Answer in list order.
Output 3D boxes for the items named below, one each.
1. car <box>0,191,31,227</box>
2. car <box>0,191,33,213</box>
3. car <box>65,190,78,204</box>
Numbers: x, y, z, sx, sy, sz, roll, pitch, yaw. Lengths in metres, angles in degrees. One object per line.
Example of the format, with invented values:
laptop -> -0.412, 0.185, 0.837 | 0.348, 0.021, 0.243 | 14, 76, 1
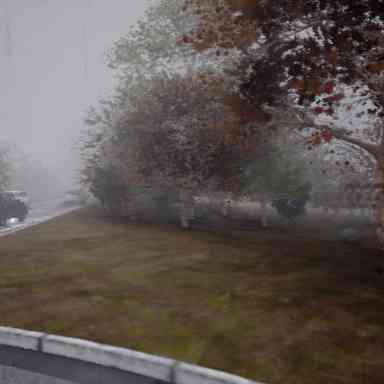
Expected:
car -> -12.428, 1.037, 21.180 | 2.150, 2.045, 5.566 | -1, 1, -8
car -> -18.303, 0.911, 34.002 | 2.150, 2.045, 5.566 | -1, 1, -9
car -> -17.048, 0.686, 48.556 | 2.150, 2.045, 5.566 | -1, 1, -9
